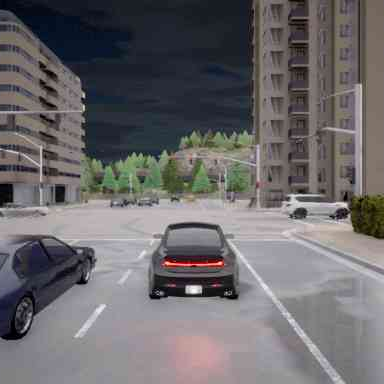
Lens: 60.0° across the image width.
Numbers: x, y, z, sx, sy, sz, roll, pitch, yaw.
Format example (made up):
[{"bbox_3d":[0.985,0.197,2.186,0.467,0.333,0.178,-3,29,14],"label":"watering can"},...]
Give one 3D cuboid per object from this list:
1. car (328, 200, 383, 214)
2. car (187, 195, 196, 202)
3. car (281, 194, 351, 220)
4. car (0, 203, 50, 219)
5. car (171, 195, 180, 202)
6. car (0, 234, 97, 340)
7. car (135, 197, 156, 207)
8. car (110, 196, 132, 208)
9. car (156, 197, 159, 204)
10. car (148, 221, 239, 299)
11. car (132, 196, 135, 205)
[{"bbox_3d":[17.258,1.547,34.548,5.357,1.411,2.033,0,0,0],"label":"car"},{"bbox_3d":[-0.183,1.478,73.808,1.882,1.535,5.008,0,0,0],"label":"car"},{"bbox_3d":[10.185,1.221,27.401,5.566,2.045,2.150,0,0,0],"label":"car"},{"bbox_3d":[-14.940,1.601,28.819,4.718,1.301,1.895,0,0,-15],"label":"car"},{"bbox_3d":[-3.683,1.500,73.801,1.837,1.490,4.892,0,0,0],"label":"car"},{"bbox_3d":[-3.466,1.547,6.468,2.033,1.411,5.357,0,0,0],"label":"car"},{"bbox_3d":[-7.223,1.526,51.931,1.812,1.442,4.674,0,0,-1],"label":"car"},{"bbox_3d":[-10.719,1.491,48.963,2.128,1.511,4.902,0,0,0],"label":"car"},{"bbox_3d":[-7.222,1.564,61.844,1.994,1.385,4.181,0,0,0],"label":"car"},{"bbox_3d":[0.042,1.505,8.400,1.837,1.490,4.892,0,0,0],"label":"car"},{"bbox_3d":[-10.720,1.505,58.236,1.837,1.490,4.892,0,0,0],"label":"car"}]
